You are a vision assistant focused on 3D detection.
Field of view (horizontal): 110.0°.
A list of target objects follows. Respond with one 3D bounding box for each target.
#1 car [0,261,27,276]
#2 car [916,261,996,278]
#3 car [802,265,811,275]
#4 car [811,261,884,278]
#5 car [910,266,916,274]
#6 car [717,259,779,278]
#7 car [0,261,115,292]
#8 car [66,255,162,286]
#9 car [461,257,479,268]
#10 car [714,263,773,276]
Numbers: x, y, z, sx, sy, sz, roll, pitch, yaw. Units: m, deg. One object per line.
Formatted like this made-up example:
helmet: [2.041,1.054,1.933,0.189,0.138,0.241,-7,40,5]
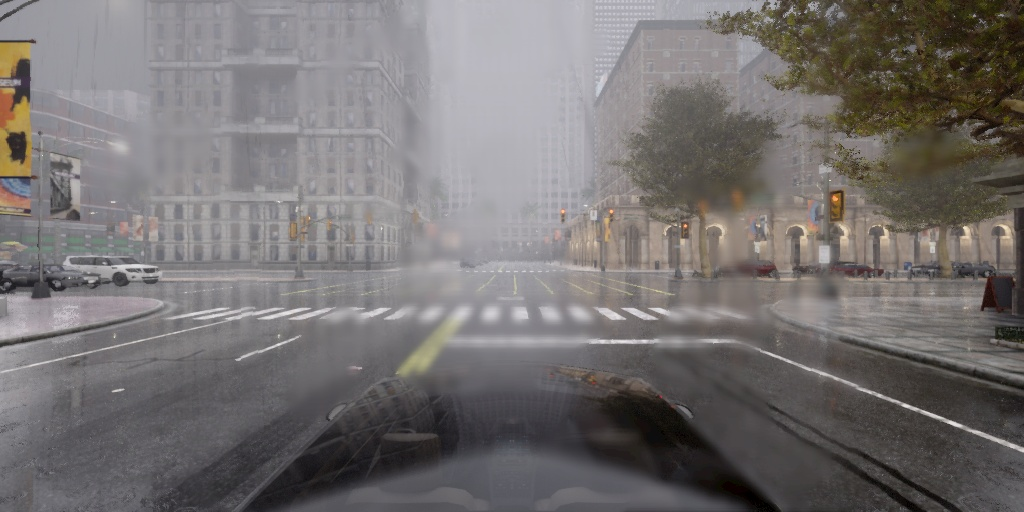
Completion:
car: [-52.533,1.255,36.915,4.892,1.490,1.837,0,0,20]
car: [40.372,1.241,32.352,4.902,1.511,2.128,0,0,1]
car: [32.483,1.255,35.901,4.892,1.490,1.837,0,0,0]
car: [30.385,1.351,32.413,4.718,1.301,1.895,0,0,0]
car: [42.800,1.241,35.834,4.902,1.511,2.128,0,0,1]
car: [21.397,1.102,32.460,4.553,1.767,2.097,0,0,0]
car: [-27.059,1.242,21.024,4.902,1.511,2.128,0,0,0]
car: [-27.379,0.971,24.541,5.566,2.045,2.150,0,0,2]
car: [-7.102,1.102,58.487,2.097,1.767,4.553,0,0,0]
car: [23.159,1.351,35.951,4.718,1.301,1.895,0,0,0]
